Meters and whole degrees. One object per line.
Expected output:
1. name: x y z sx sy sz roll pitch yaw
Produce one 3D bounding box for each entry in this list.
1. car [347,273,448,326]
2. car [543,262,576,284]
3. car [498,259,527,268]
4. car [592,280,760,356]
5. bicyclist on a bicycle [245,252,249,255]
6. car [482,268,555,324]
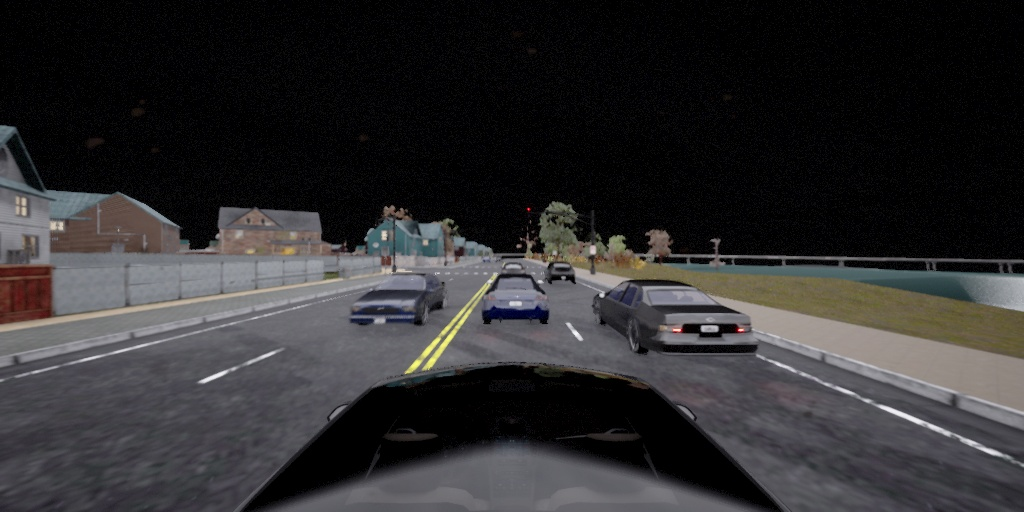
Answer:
1. car: -3.350 1.259 11.764 2.033 1.411 5.357 0 0 0
2. car: 3.351 1.164 25.750 1.837 1.490 4.892 0 0 0
3. car: 0.102 1.184 26.288 1.812 1.442 4.674 0 0 0
4. car: 3.350 1.270 8.586 2.033 1.411 5.357 0 0 0
5. bicyclist on a bicycle: -29.610 0.404 40.088 0.582 1.620 1.656 1 0 -35
6. car: 0.100 1.274 11.843 1.994 1.385 4.181 0 0 0
